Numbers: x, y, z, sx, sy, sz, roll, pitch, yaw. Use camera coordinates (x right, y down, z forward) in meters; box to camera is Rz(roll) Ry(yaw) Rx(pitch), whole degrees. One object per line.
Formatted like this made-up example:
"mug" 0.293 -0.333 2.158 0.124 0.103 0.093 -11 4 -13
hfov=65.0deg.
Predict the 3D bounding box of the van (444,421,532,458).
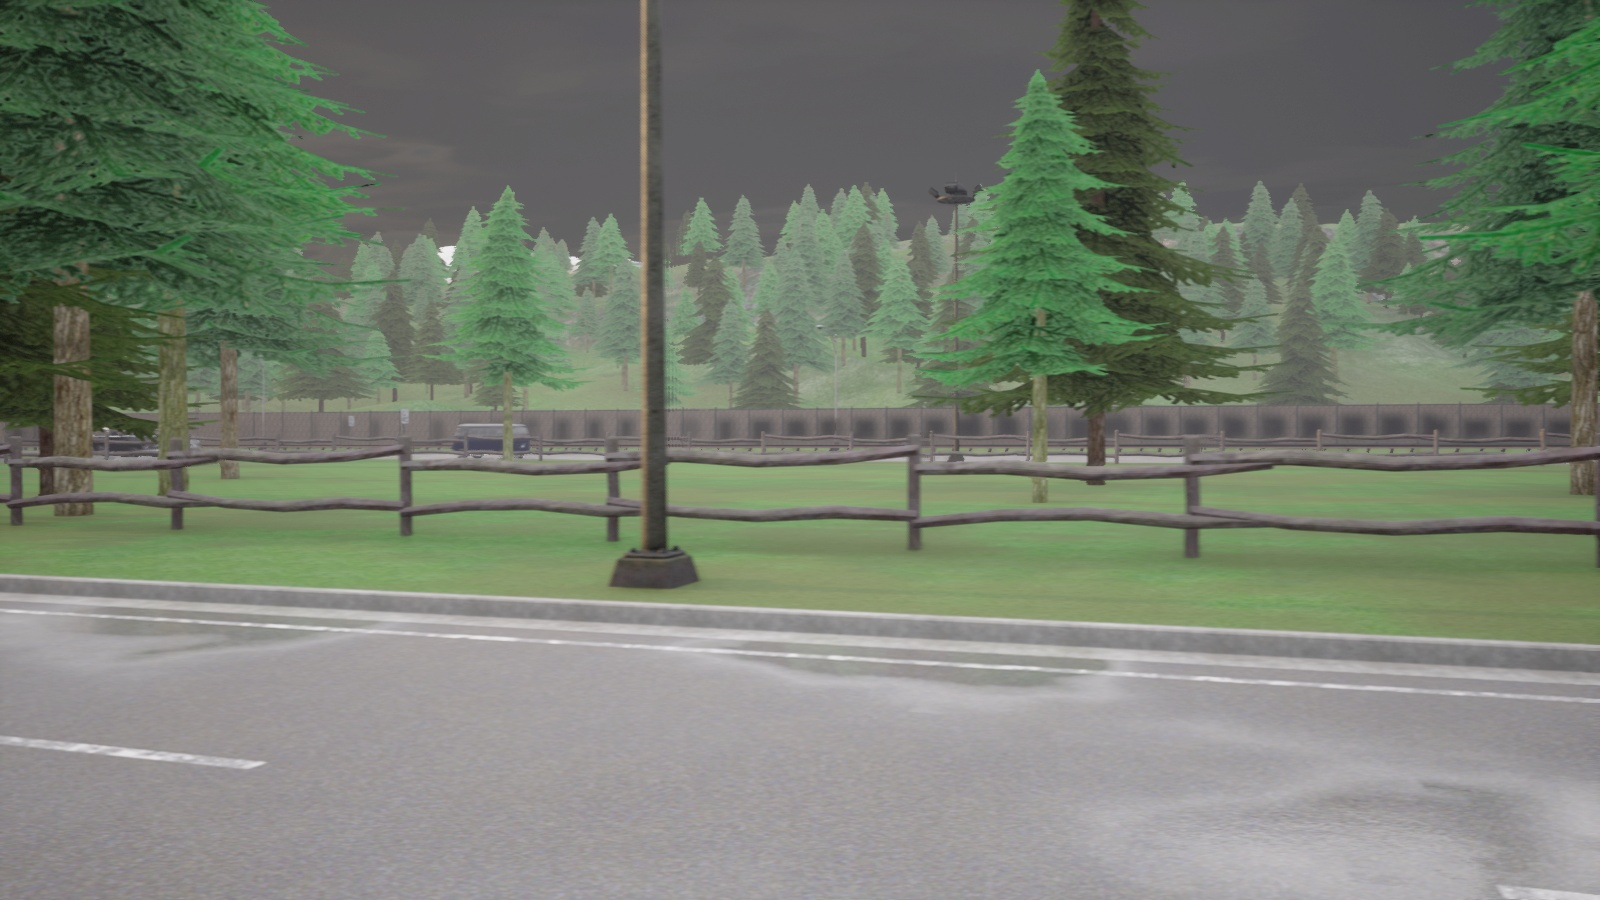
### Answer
"van" -17.293 -0.600 69.591 4.442 1.987 1.775 1 1 18

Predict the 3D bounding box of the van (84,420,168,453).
"van" -41.713 -0.852 77.719 4.480 2.038 2.069 1 1 18
